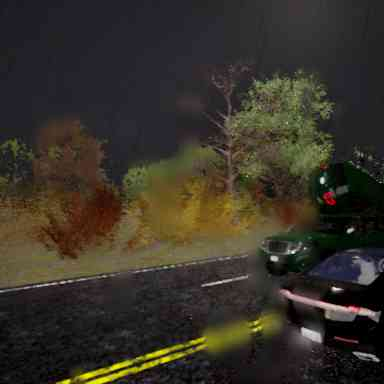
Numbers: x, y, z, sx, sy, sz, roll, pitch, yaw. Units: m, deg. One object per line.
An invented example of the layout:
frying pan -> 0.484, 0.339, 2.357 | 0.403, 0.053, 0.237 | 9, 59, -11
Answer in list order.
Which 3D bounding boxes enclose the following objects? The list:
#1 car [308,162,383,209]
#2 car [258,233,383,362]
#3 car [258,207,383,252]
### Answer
car -> 7.257, 0.711, 13.952 | 5.566, 2.150, 2.045 | 27, -38, -21
car -> 3.609, 1.768, 6.008 | 4.902, 1.511, 2.128 | 0, -3, -36
car -> 4.788, 1.702, 11.011 | 5.566, 2.045, 2.150 | 3, -6, -29
